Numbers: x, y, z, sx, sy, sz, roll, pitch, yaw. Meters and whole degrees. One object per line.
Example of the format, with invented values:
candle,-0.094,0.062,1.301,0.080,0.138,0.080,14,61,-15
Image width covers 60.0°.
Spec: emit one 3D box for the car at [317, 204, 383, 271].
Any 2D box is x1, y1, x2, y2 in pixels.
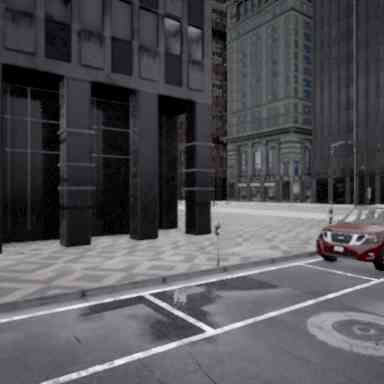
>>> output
car,6.340,1.356,11.181,5.009,1.841,2.192,0,0,-36
